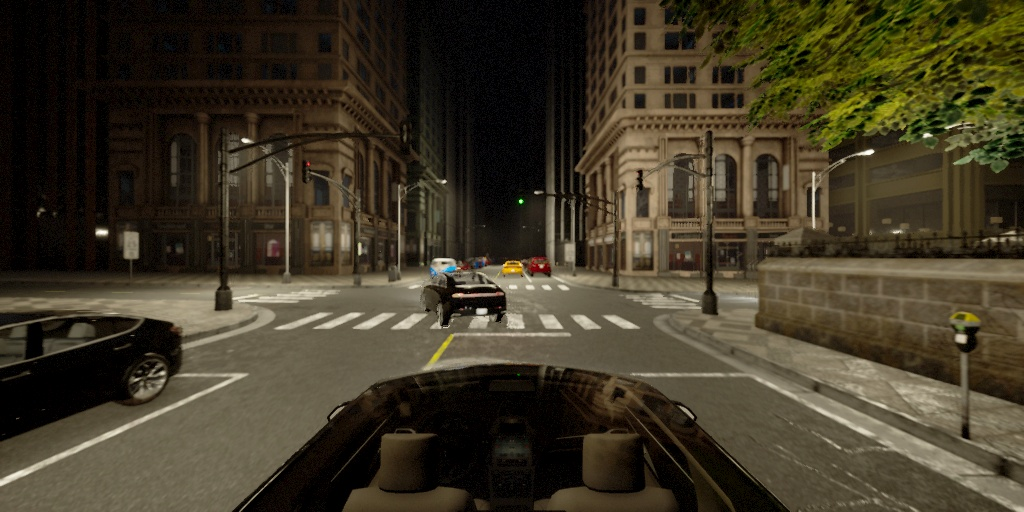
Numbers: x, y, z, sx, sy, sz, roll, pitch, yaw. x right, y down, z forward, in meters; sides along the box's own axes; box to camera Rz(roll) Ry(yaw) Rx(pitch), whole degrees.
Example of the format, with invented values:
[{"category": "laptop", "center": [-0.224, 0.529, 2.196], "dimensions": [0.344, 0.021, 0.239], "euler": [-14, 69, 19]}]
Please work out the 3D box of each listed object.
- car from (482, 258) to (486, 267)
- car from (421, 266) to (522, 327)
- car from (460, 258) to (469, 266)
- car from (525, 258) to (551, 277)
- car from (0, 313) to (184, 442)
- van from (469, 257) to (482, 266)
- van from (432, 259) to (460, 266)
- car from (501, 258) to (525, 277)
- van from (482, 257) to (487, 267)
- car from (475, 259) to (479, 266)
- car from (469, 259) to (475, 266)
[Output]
[{"category": "car", "center": [-5.771, 1.374, 57.459], "dimensions": [1.888, 1.381, 4.507], "euler": [0, 0, 0]}, {"category": "car", "center": [-1.742, 1.246, 11.738], "dimensions": [2.128, 1.511, 4.902], "euler": [0, 0, -23]}, {"category": "car", "center": [-5.768, 1.226, 35.694], "dimensions": [1.967, 1.591, 4.097], "euler": [0, 0, 0]}, {"category": "car", "center": [2.758, 1.101, 35.704], "dimensions": [2.192, 1.841, 5.009], "euler": [0, 0, 0]}, {"category": "car", "center": [-5.763, 1.317, 3.596], "dimensions": [1.948, 1.339, 4.313], "euler": [0, 0, 0]}, {"category": "van", "center": [-5.770, 1.159, 52.018], "dimensions": [1.690, 1.789, 3.998], "euler": [0, 0, 0]}, {"category": "van", "center": [-5.767, 1.119, 30.254], "dimensions": [1.690, 1.789, 3.998], "euler": [0, 0, 0]}, {"category": "car", "center": [0.094, 1.265, 36.354], "dimensions": [1.882, 1.535, 5.008], "euler": [0, 0, 0]}, {"category": "van", "center": [-5.772, 1.180, 62.900], "dimensions": [1.690, 1.789, 3.998], "euler": [0, 0, 0]}, {"category": "car", "center": [-5.769, 1.373, 46.576], "dimensions": [1.948, 1.339, 4.313], "euler": [0, 0, 0]}, {"category": "car", "center": [-5.769, 1.341, 41.135], "dimensions": [1.888, 1.381, 4.507], "euler": [0, 0, 0]}]
